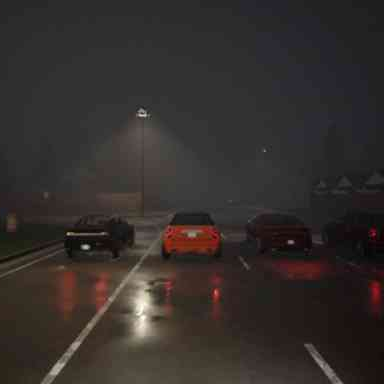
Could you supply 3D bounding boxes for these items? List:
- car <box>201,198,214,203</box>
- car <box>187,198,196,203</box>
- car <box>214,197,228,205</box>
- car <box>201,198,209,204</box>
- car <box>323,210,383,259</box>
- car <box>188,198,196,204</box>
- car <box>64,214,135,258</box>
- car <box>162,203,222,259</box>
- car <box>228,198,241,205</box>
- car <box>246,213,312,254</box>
[{"bbox_3d":[3.455,2.238,79.412,2.097,1.767,4.553,0,-1,0],"label":"car"},{"bbox_3d":[-0.045,2.238,79.411,2.097,1.767,4.553,0,-1,0],"label":"car"},{"bbox_3d":[6.954,2.486,80.208,1.895,1.301,4.718,0,-1,0],"label":"car"},{"bbox_3d":[3.449,2.354,89.445,1.837,1.490,4.892,0,-1,0],"label":"car"},{"bbox_3d":[7.012,1.503,13.407,2.097,1.767,4.553,0,-1,0],"label":"car"},{"bbox_3d":[-0.051,2.393,89.442,2.033,1.411,5.357,0,-1,0],"label":"car"},{"bbox_3d":[-3.540,1.646,13.481,2.128,1.511,4.902,0,-1,0],"label":"car"},{"bbox_3d":[0.012,1.503,13.403,2.097,1.767,4.553,0,-1,0],"label":"car"},{"bbox_3d":[10.455,2.478,79.474,1.895,1.301,4.718,0,-1,0],"label":"car"},{"bbox_3d":[3.519,1.639,14.241,1.882,1.535,5.008,0,0,0],"label":"car"}]
